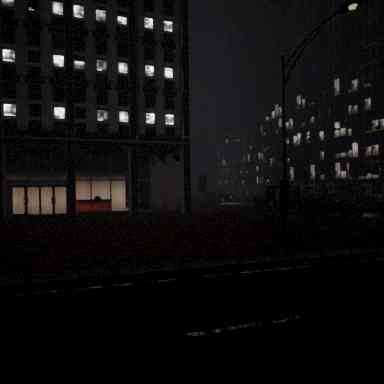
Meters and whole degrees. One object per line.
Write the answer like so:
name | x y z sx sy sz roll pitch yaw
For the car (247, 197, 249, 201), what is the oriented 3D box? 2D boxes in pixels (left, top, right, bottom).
car | 11.304 1.059 58.916 1.802 1.307 4.206 0 1 -20

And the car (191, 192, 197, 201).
car | -0.432 1.056 66.774 2.008 1.369 4.403 0 1 -20

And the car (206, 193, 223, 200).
car | 4.692 0.930 69.612 1.812 1.442 4.674 -1 1 -20

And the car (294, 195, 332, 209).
car | 14.907 1.205 41.214 1.812 1.442 4.674 -1 1 -20

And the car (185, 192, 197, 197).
car | -0.249 0.709 91.001 2.008 1.369 4.403 0 1 -20

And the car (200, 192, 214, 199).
car | 3.601 0.705 80.305 1.967 1.590 4.097 0 1 -20

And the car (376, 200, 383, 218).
car | 16.934 1.216 26.060 2.097 1.767 4.553 -1 1 -19

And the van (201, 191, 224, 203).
van | 3.419 0.951 56.076 1.690 1.788 3.998 0 1 -20

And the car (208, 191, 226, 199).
car | 5.527 0.633 74.956 2.192 1.841 5.009 0 1 -20

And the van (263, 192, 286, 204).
van | 13.228 0.870 53.566 1.690 1.788 3.998 0 1 -20

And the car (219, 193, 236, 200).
car | 7.453 0.953 69.612 1.802 1.307 4.206 0 1 -20

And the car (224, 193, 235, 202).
car | 5.420 0.905 58.387 2.097 1.767 4.553 -1 1 -19

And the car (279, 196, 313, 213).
car | 11.016 1.399 34.654 1.802 1.307 4.206 0 1 -20

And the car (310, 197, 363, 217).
car | 12.925 1.434 29.298 1.947 1.339 4.313 0 1 -20

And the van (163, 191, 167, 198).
van | -6.208 0.687 82.814 1.690 1.788 3.998 0 1 -20

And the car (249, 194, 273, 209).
car | 9.145 1.331 40.020 1.947 1.339 4.313 0 1 -20
